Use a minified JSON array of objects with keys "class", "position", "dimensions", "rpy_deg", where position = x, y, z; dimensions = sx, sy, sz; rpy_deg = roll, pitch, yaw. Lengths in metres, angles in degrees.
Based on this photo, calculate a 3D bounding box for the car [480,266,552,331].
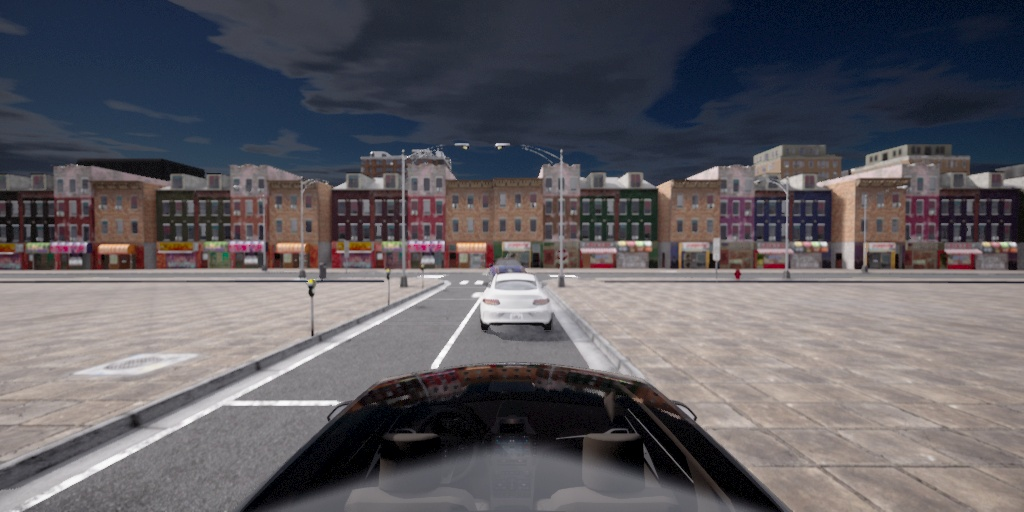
[{"class":"car","position":[0.097,1.201,10.533],"dimensions":[1.812,1.442,4.674],"rpy_deg":[0,1,0]}]

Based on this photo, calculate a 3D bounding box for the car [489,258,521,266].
[{"class":"car","position":[-0.427,0.918,24.007],"dimensions":[2.097,1.767,4.553],"rpy_deg":[0,0,-8]}]
